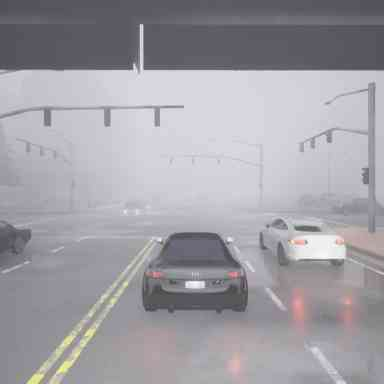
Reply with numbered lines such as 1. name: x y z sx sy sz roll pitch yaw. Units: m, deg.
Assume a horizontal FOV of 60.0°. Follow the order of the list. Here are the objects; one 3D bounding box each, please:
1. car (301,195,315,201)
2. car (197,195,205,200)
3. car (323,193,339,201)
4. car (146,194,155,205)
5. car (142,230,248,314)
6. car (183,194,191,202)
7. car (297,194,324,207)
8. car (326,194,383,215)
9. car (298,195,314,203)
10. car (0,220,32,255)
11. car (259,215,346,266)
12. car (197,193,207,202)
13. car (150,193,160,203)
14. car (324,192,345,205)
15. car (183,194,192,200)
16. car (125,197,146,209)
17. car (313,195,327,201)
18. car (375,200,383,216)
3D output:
1. car: 27.907 1.393 79.958 1.970 1.475 3.806 0 0 0
2. car: 2.334 1.376 86.079 1.994 1.385 4.181 0 0 0
3. car: 33.485 1.151 80.025 1.932 1.855 4.605 0 0 0
4. car: -8.060 1.524 58.257 1.812 1.442 4.674 0 0 0
5. car: 0.066 1.564 7.725 1.994 1.385 4.181 0 0 0
6. car: -1.105 1.591 76.985 1.895 1.301 4.718 0 0 0
7. car: 16.640 1.152 47.408 1.932 1.855 4.605 0 0 0
8. car: 16.350 1.351 33.180 4.553 1.767 2.097 0 0 1
9. car: 22.186 1.394 64.838 1.970 1.475 3.806 0 0 0
10. car: -7.109 1.600 10.632 1.895 1.301 4.718 0 0 0
11. car: 3.581 1.525 11.385 1.812 1.442 4.674 0 0 0
12. car: 2.395 1.221 77.011 2.150 2.045 5.566 0 0 0
13. car: -8.061 1.223 70.308 2.150 2.045 5.566 0 0 0
14. car: 19.534 1.155 47.363 1.905 1.878 3.866 0 0 0
15. car: -1.166 1.349 86.056 2.128 1.511 4.902 0 0 0
16. car: -7.999 1.476 46.156 1.882 1.535 5.008 0 0 0
17. car: 30.802 1.362 79.966 1.784 1.438 3.905 0 0 0
18. car: 19.147 1.600 29.649 4.718 1.301 1.895 0 0 1
